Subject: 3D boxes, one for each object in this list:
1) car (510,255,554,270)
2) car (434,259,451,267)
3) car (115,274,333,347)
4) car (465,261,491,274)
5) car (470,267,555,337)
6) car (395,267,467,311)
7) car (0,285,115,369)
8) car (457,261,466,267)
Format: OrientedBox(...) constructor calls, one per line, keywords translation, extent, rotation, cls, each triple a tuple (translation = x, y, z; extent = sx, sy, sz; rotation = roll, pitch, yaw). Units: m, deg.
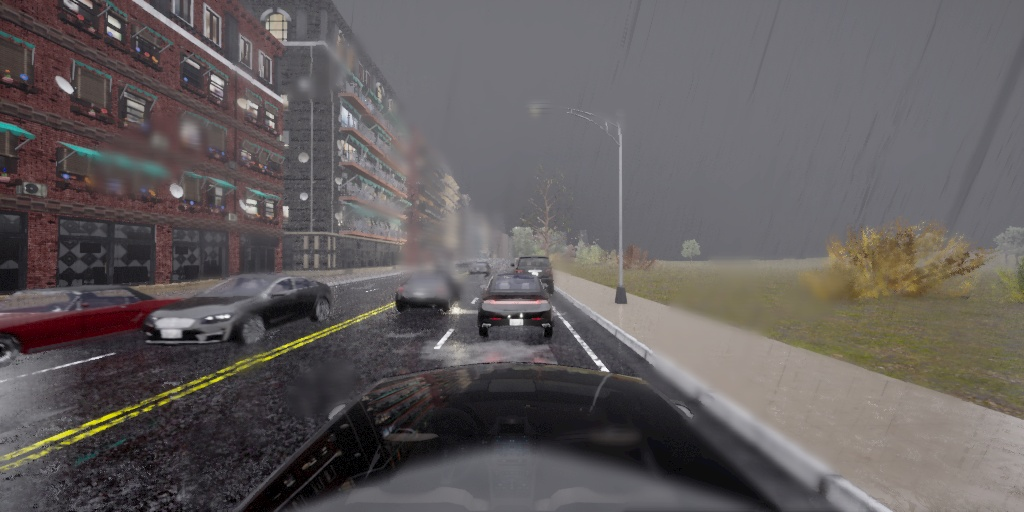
OrientedBox(translation=(1.120, 0.977, 20.174), extent=(2.150, 2.045, 5.566), rotation=(0, 0, 0), cls="car")
OrientedBox(translation=(-9.892, 1.255, 51.318), extent=(1.837, 1.490, 4.892), rotation=(0, 0, 0), cls="car")
OrientedBox(translation=(-6.607, 1.243, 9.416), extent=(2.128, 1.511, 4.902), rotation=(0, 0, 0), cls="car")
OrientedBox(translation=(-3.179, 1.299, 36.723), extent=(2.033, 1.411, 5.357), rotation=(0, 0, 0), cls="car")
OrientedBox(translation=(0.092, 1.243, 10.303), extent=(2.128, 1.511, 4.902), rotation=(0, 0, 0), cls="car")
OrientedBox(translation=(-3.163, 1.316, 14.407), extent=(1.994, 1.385, 4.181), rotation=(0, 0, 0), cls="car")
OrientedBox(translation=(-9.854, 1.352, 7.760), extent=(1.895, 1.301, 4.718), rotation=(0, 0, 0), cls="car")
OrientedBox(translation=(-6.644, 1.351, 51.358), extent=(1.895, 1.301, 4.718), rotation=(0, 0, 0), cls="car")
